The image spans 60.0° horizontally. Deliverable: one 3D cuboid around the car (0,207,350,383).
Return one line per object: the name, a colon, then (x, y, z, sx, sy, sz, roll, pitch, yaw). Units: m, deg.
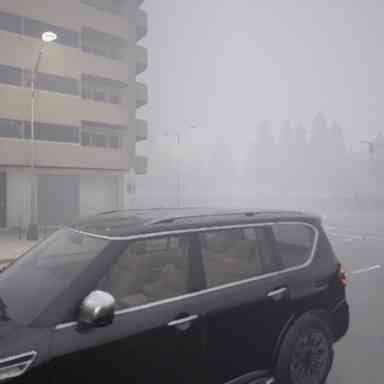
car: (-0.583, 1.224, 3.550, 5.566, 2.045, 2.150, 0, 0, -35)
